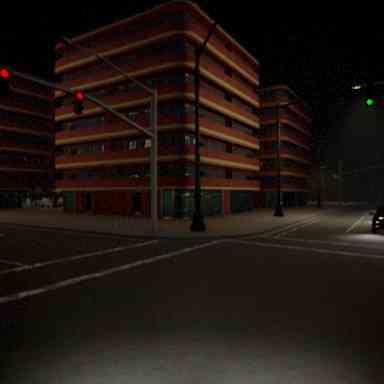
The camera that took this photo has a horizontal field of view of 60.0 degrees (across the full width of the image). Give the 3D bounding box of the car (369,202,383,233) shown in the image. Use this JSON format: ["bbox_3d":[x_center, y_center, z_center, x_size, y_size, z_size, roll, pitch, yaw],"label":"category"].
[{"bbox_3d":[11.952,1.585,20.035,1.837,1.490,4.892,0,0,31],"label":"car"}]

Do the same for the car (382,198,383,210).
[{"bbox_3d":[27.545,1.632,46.045,2.128,1.511,4.902,0,0,31],"label":"car"}]
